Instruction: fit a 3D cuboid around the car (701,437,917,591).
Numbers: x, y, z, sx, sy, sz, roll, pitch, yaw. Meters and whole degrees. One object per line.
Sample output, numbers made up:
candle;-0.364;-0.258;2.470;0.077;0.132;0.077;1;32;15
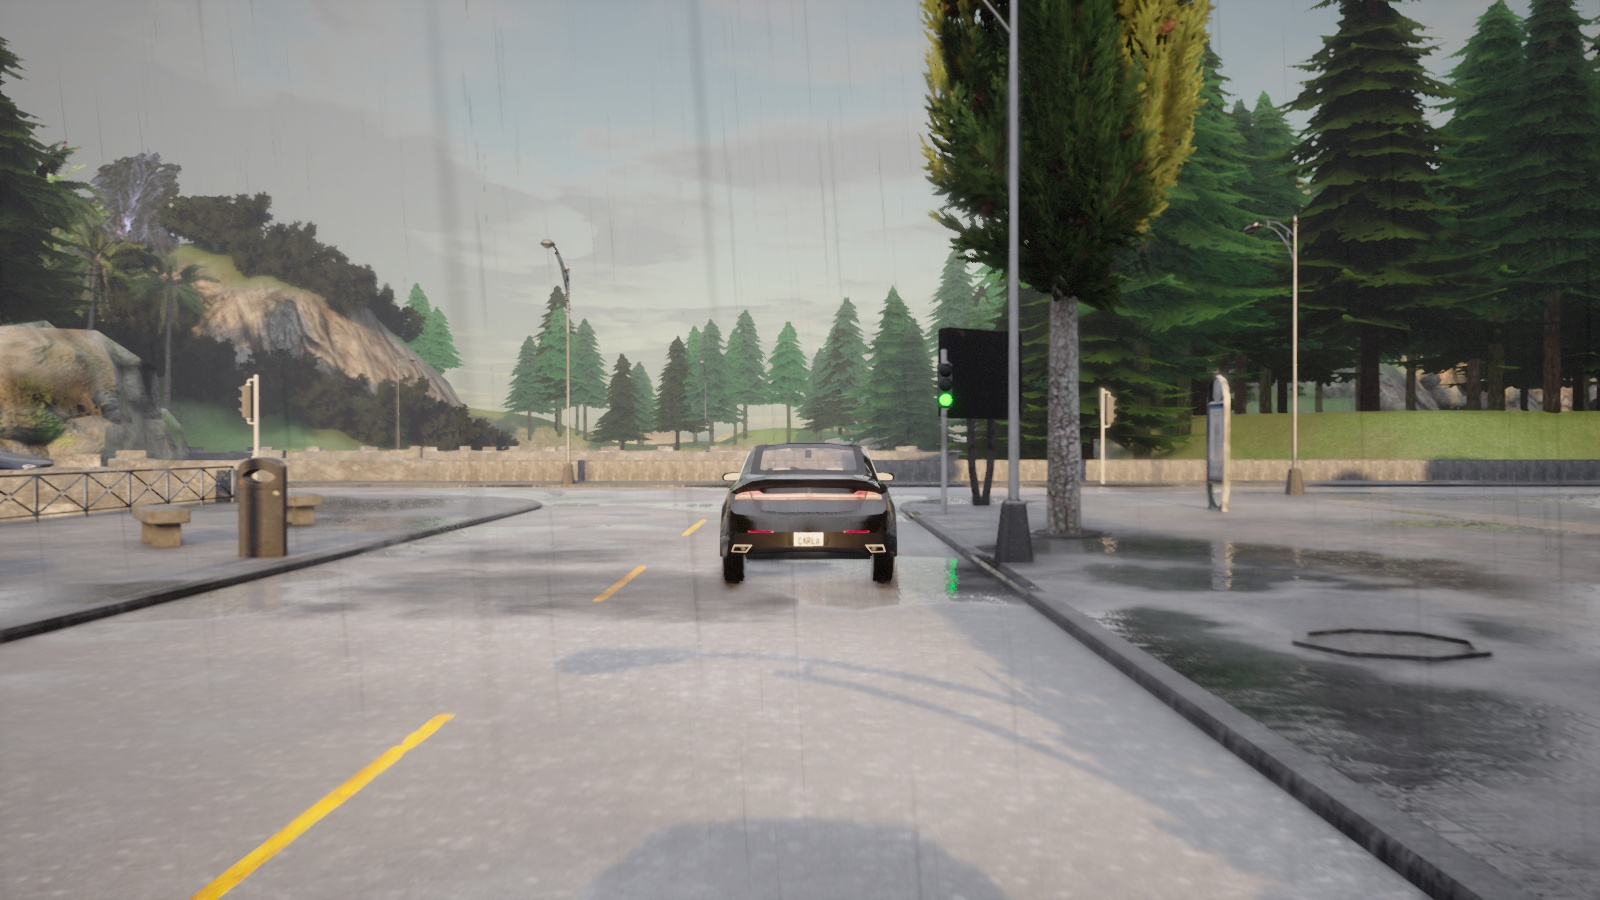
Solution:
car;0.097;0.619;14.831;2.128;1.511;4.902;0;0;0

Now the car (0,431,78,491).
car;-23.869;0.303;36.068;5.027;1.651;2.152;0;0;0
